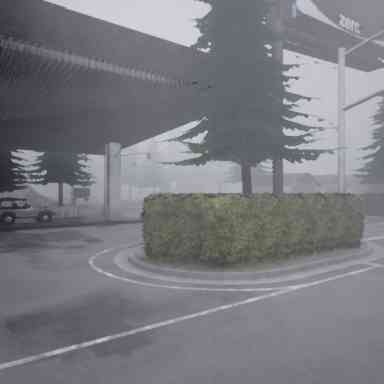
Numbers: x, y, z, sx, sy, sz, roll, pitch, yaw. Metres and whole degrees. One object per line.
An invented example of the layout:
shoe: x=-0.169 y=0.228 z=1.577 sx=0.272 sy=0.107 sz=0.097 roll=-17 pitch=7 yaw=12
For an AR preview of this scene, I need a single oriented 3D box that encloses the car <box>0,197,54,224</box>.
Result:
car: x=-11.938 y=1.311 z=23.507 sx=3.866 sy=1.878 sz=1.905 roll=0 pitch=0 yaw=-36
